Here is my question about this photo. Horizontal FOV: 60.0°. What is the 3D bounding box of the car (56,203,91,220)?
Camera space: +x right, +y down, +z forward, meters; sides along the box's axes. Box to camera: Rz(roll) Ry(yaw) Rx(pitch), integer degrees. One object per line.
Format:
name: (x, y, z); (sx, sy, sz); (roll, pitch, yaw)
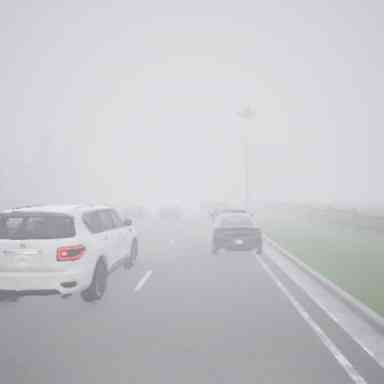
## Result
car: (-12.333, 1.989, 34.823); (1.812, 1.442, 4.674); (-1, -1, 2)

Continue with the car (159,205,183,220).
car: (-1.948, 1.929, 31.930); (1.895, 1.301, 4.718); (-1, -1, 2)

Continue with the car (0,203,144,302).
car: (-2.952, 1.337, 8.720); (2.150, 2.045, 5.566); (-1, -1, 2)

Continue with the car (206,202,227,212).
car: (2.160, 1.715, 23.958); (1.837, 1.490, 4.892); (-1, -1, 2)

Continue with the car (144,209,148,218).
car: (-5.443, 1.967, 32.080); (1.895, 1.301, 4.718); (-1, -1, 2)

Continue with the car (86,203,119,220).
car: (-8.887, 1.920, 33.511); (1.837, 1.490, 4.892); (-1, -1, 2)

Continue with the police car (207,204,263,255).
police car: (1.734, 1.544, 14.079); (1.930, 1.638, 5.238); (-1, -1, 2)

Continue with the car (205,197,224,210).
car: (2.415, 1.615, 29.924); (2.097, 1.767, 4.553); (-1, -1, 2)

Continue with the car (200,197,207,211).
car: (2.108, 1.910, 47.110); (1.882, 1.535, 5.008); (-1, 0, 2)
